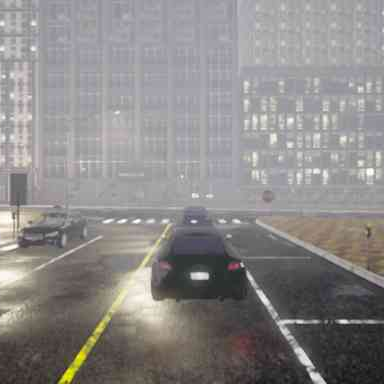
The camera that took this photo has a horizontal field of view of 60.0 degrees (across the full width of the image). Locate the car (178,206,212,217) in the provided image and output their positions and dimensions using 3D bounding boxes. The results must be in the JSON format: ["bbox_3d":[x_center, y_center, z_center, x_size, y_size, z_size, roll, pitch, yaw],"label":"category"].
[{"bbox_3d":[0.206,1.517,19.472,1.994,1.385,4.181,0,0,3],"label":"car"}]

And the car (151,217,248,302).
[{"bbox_3d":[0.111,1.544,8.253,1.994,1.385,4.181,0,0,-1],"label":"car"}]

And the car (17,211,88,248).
[{"bbox_3d":[-5.810,1.516,14.361,2.008,1.369,4.403,1,0,0],"label":"car"}]
